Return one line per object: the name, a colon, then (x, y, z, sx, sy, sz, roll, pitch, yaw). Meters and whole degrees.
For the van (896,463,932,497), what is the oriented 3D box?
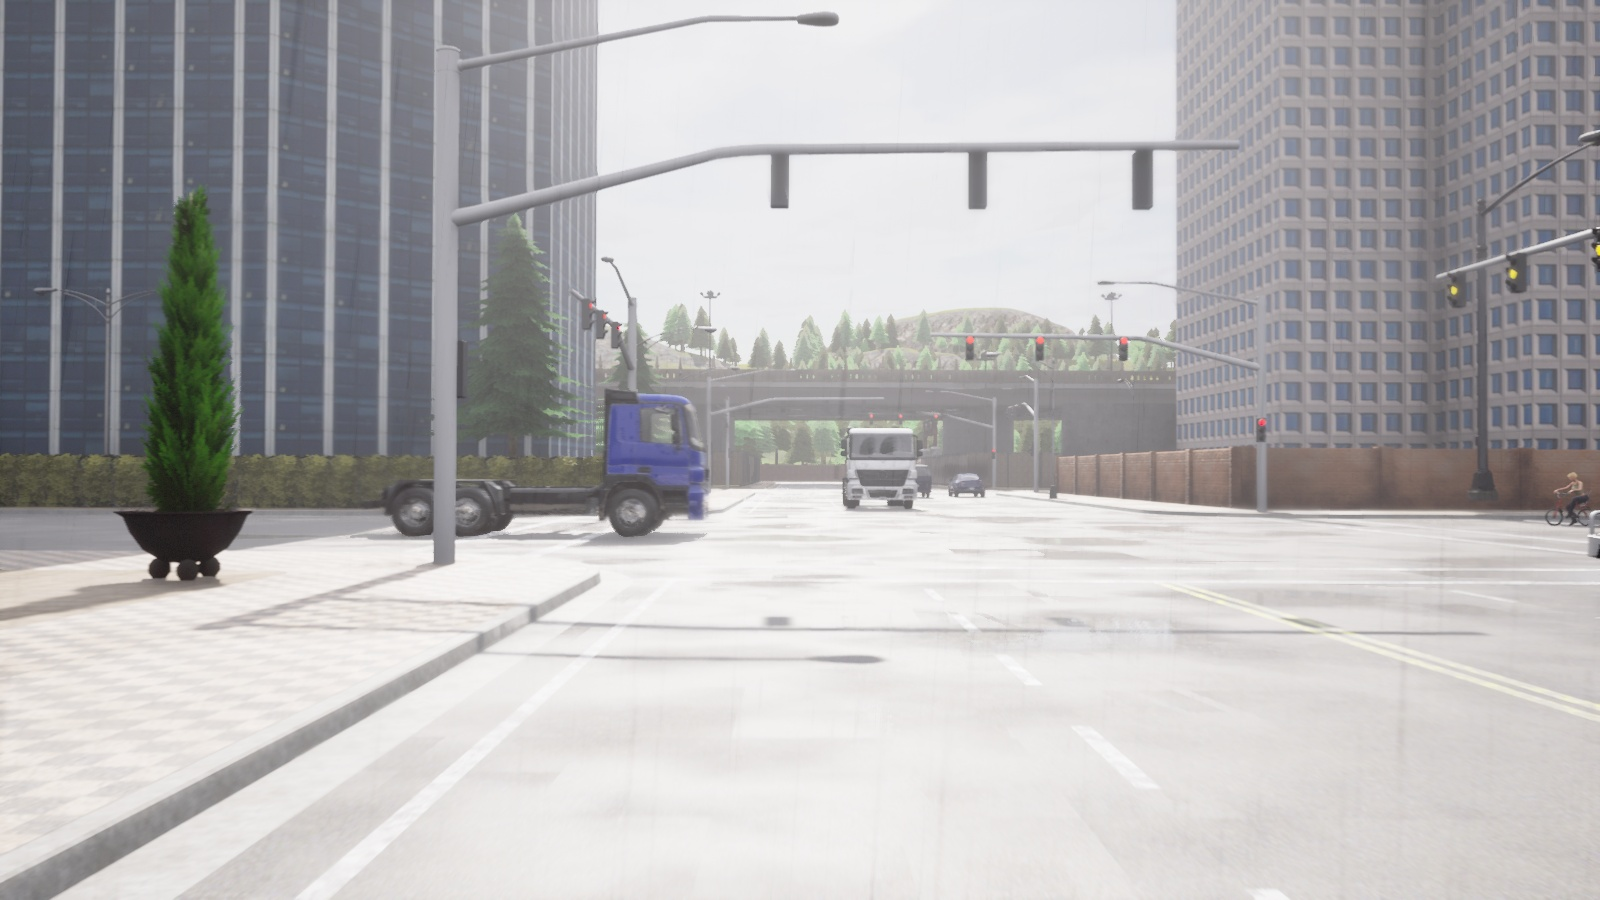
van: (6.814, 1.803, 75.410, 1.775, 1.987, 4.442, 0, -1, 0)

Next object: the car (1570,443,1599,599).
car: (10.465, 0.810, 13.179, 1.932, 1.855, 4.605, 0, -1, 0)

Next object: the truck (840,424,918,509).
truck: (3.360, 0.742, 55.138, 2.891, 3.462, 7.936, 0, -1, 0)

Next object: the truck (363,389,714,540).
truck: (-6.140, 0.368, 30.488, 7.936, 3.462, 2.891, 0, -1, -1)

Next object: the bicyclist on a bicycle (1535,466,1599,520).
bicyclist on a bicycle: (23.161, 1.292, 37.812, 1.509, 1.612, 0.866, 0, -1, 0)

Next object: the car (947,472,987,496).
car: (10.309, 2.099, 77.669, 1.812, 1.442, 4.674, 0, -1, 0)
